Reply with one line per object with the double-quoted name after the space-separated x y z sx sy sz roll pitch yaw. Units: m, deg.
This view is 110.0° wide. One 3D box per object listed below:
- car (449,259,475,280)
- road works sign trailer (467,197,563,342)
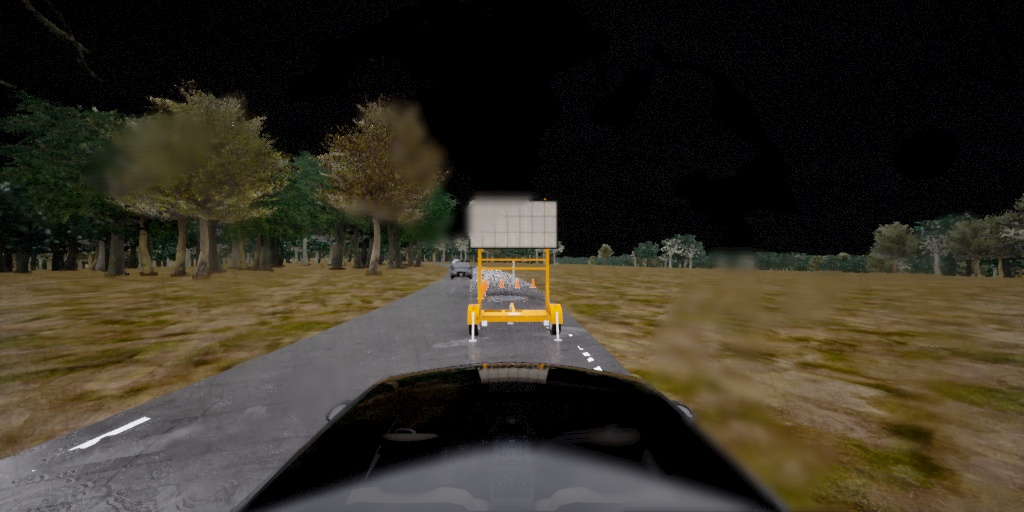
-4.348 1.254 31.317 1.837 1.490 4.892 0 0 -6 "car"
0.040 0.214 9.796 2.380 3.560 2.880 0 0 -2 "road works sign trailer"
